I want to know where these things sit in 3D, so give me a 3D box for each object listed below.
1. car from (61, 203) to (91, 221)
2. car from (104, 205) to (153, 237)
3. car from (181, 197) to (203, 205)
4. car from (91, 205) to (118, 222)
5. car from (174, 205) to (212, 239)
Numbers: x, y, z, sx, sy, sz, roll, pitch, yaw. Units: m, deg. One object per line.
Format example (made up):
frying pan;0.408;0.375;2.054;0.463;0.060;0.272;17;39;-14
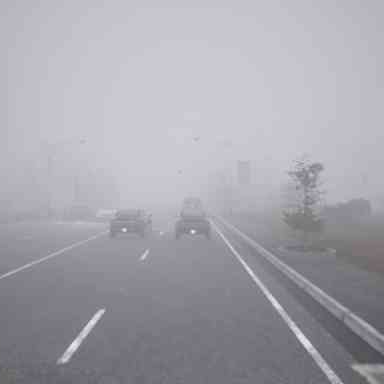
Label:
car;-10.692;1.860;31.327;1.837;1.490;4.892;0;-1;0
car;-3.464;1.724;19.433;1.837;1.490;4.892;0;-1;0
car;-0.010;1.614;35.550;2.150;2.045;5.566;0;-2;-2
car;-7.192;1.861;29.697;1.812;1.442;4.674;0;-1;0
car;0.039;1.715;18.649;1.837;1.490;4.892;0;-1;0
